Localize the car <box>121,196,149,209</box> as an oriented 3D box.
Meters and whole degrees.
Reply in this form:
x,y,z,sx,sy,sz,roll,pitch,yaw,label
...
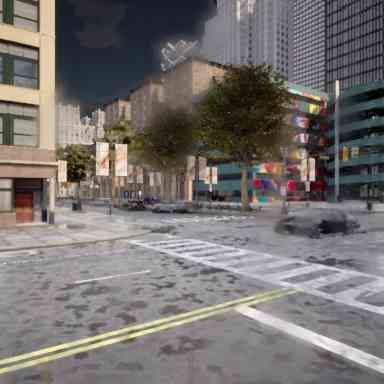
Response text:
x,y,z,sx,sy,sz,roll,pitch,yaw,label
-8.152,1.564,45.860,1.994,1.385,4.181,0,0,-37,car

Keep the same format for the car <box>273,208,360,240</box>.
x,y,z,sx,sy,sz,roll,pitch,yaw,label
6.631,1.546,17.307,5.357,1.411,2.033,0,0,-36,car

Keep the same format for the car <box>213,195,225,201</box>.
x,y,z,sx,sy,sz,roll,pitch,yaw,label
5.770,1.413,79.449,2.161,1.482,4.786,0,0,-36,car

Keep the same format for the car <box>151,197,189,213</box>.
x,y,z,sx,sy,sz,roll,pitch,yaw,label
-2.350,1.601,37.770,1.895,1.301,4.718,0,0,-36,car

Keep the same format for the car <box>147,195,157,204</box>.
x,y,z,sx,sy,sz,roll,pitch,yaw,label
-8.313,1.352,66.114,2.097,1.767,4.553,0,0,-36,car

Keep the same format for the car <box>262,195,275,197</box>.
x,y,z,sx,sy,sz,roll,pitch,yaw,label
16.242,1.320,71.960,2.002,1.452,4.674,0,0,-36,car
